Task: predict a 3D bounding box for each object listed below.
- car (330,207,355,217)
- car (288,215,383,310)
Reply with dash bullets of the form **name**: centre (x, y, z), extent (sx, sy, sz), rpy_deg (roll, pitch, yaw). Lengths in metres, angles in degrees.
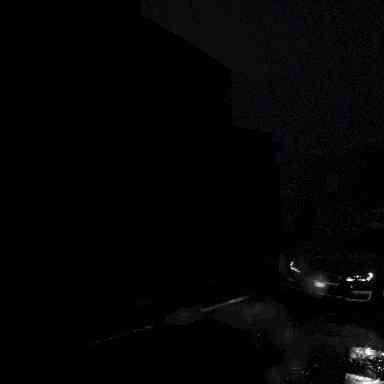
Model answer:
- **car**: centre (21.396, 2.822, 47.444), extent (1.882, 1.535, 5.008), rpy_deg (-3, -4, 1)
- **car**: centre (4.128, 1.529, 8.069), extent (1.837, 1.490, 4.892), rpy_deg (-1, -1, 44)
